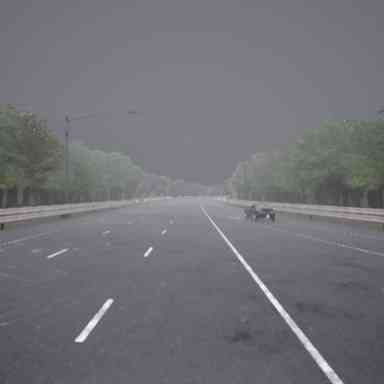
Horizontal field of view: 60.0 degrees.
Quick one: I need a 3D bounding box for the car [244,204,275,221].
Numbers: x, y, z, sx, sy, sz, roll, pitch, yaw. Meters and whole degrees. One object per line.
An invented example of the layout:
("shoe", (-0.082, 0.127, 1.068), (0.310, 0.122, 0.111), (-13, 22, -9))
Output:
("car", (6.264, 1.878, 31.223), (1.837, 1.490, 4.892), (0, -1, -8))
